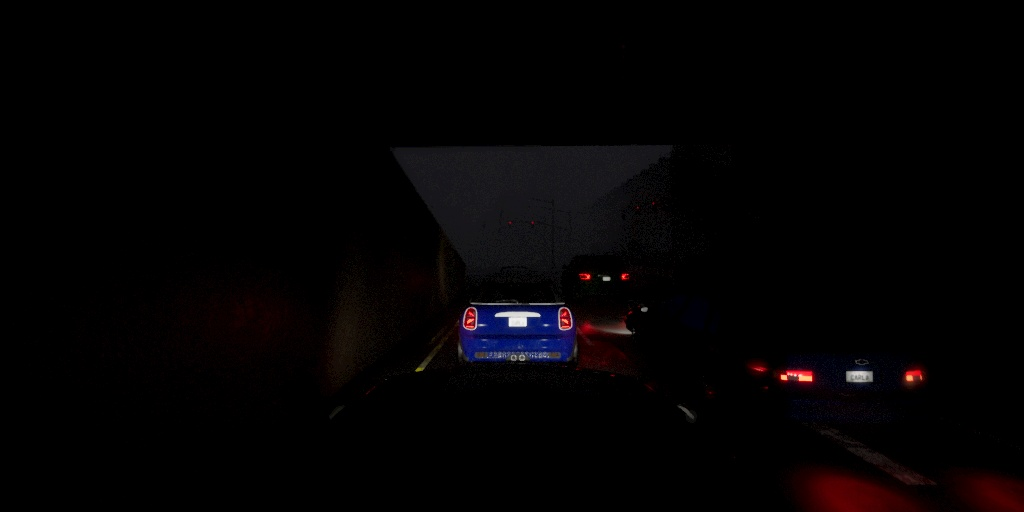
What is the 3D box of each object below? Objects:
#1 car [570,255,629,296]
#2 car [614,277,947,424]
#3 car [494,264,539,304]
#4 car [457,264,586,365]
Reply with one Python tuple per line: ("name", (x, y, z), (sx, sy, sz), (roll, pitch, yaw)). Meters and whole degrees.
("car", (3.647, 0.971, 16.474), (2.150, 2.045, 5.566), (0, 0, 0))
("car", (3.611, 1.297, 6.228), (2.033, 1.411, 5.357), (0, 0, 0))
("car", (0.134, 1.228, 17.283), (1.882, 1.535, 5.008), (0, 0, -1))
("car", (0.108, 1.102, 7.999), (2.097, 1.767, 4.553), (0, 0, 0))
